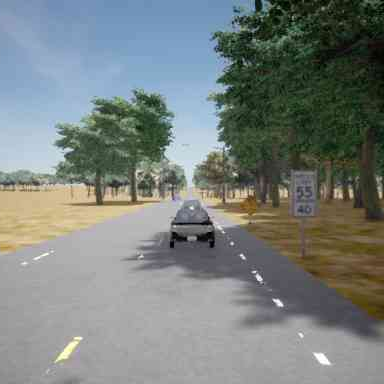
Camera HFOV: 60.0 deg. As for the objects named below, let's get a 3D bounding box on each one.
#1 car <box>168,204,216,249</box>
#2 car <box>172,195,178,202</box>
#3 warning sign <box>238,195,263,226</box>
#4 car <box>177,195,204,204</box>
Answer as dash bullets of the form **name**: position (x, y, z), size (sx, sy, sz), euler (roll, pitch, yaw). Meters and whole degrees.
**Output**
- **car**: position (0.000, 1.494, 14.650), size (2.128, 1.511, 4.902), euler (0, 0, 0)
- **car**: position (-3.500, 1.388, 75.912), size (1.882, 1.535, 5.008), euler (0, 0, 0)
- **warning sign**: position (3.558, 1.113, 20.364), size (1.300, 1.860, 1.060), euler (0, 0, 0)
- **car**: position (0.000, 1.364, 29.621), size (2.097, 1.767, 4.553), euler (0, 0, 0)
